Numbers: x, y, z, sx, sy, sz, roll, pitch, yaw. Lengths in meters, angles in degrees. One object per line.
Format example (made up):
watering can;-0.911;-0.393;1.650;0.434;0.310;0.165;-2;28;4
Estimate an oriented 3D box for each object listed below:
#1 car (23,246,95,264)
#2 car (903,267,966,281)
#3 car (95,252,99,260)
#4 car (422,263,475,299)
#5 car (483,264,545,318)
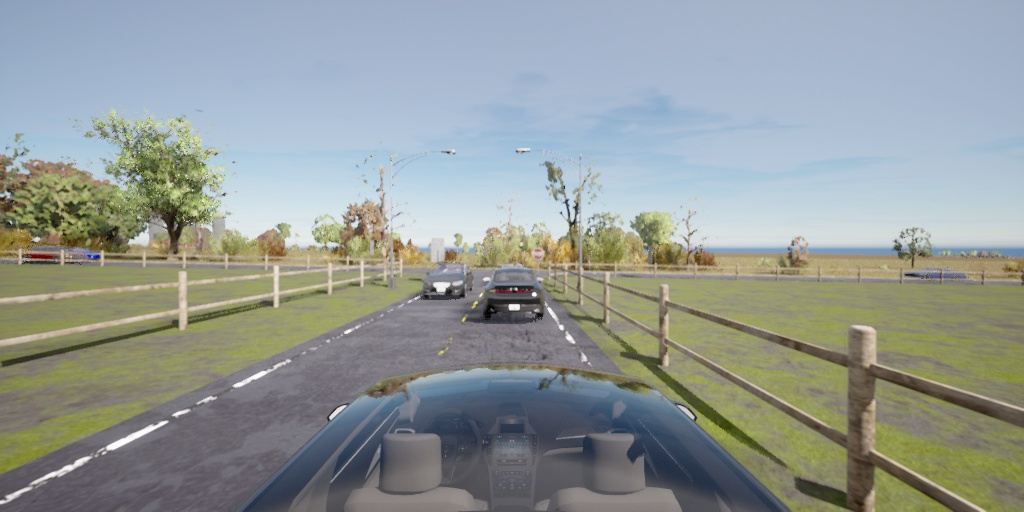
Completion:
car;-44.582;-0.158;35.141;4.553;1.767;2.097;1;1;0
car;45.028;1.907;38.369;5.357;1.411;2.033;1;1;0
car;-46.937;-0.147;38.006;5.008;1.535;1.882;1;1;2
car;-2.896;1.085;17.085;2.128;1.511;4.902;0;1;0
car;0.052;1.146;12.349;1.837;1.490;4.892;0;1;0
